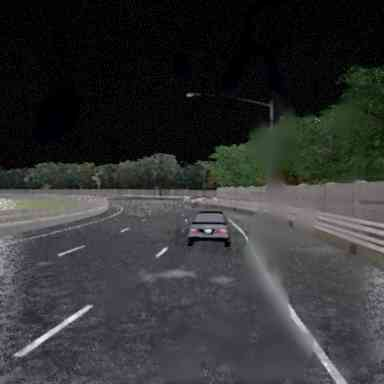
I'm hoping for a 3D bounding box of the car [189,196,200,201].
[{"bbox_3d":[0.623,1.824,93.847,1.837,1.490,4.892,0,0,37],"label":"car"}]

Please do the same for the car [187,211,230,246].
[{"bbox_3d":[0.826,1.614,15.750,2.033,1.411,5.357,0,0,4],"label":"car"}]

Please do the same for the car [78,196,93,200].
[{"bbox_3d":[-29.533,1.644,90.881,1.994,1.385,4.181,1,0,-42],"label":"car"}]
